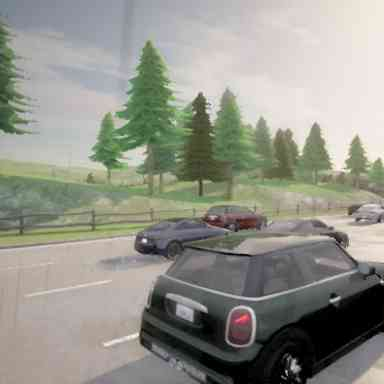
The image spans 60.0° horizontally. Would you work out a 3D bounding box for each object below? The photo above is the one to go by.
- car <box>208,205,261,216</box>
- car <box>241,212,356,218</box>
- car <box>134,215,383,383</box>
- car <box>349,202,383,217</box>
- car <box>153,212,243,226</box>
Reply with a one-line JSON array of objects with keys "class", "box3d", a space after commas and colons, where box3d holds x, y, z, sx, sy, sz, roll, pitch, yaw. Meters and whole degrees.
[{"class": "car", "box3d": [2.746, 1.574, 20.680, 4.553, 1.767, 2.097, 0, -1, -43]}, {"class": "car", "box3d": [4.079, 1.644, 12.346, 4.674, 1.442, 1.812, 0, -1, -42]}, {"class": "car", "box3d": [1.528, 1.405, 5.202, 4.553, 1.767, 2.097, 0, -1, -41]}, {"class": "car", "box3d": [15.135, 1.744, 27.621, 4.674, 1.442, 1.812, 0, -1, -44]}, {"class": "car", "box3d": [-0.194, 1.720, 13.228, 4.181, 1.385, 1.994, 0, -1, -41]}]
